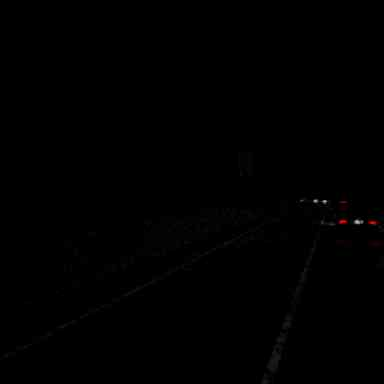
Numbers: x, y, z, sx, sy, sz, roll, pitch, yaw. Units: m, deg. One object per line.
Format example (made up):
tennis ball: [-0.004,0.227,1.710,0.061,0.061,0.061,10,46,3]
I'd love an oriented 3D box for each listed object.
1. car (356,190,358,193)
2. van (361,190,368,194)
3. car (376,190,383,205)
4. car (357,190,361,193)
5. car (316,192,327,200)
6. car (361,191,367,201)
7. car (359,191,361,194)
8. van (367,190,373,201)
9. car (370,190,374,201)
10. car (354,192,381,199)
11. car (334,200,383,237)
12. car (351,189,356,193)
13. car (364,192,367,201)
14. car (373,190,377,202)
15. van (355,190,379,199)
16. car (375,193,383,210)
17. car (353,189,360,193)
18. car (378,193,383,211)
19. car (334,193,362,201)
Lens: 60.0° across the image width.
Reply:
car: [32.566,0.878,59.375,5.008,1.535,2.097,1,1,23]
van: [29.165,0.748,51.684,4.442,1.987,1.878,1,1,23]
car: [19.341,1.021,28.448,5.566,2.045,2.435,1,1,23]
car: [31.642,0.910,56.725,5.366,1.575,1.946,1,1,23]
car: [24.708,0.735,63.553,1.882,1.535,5.008,1,1,23]
car: [28.143,1.038,49.076,4.792,1.488,2.163,1,1,23]
car: [30.398,0.973,54.209,4.792,1.488,2.163,1,1,23]
van: [24.763,0.880,41.372,4.442,1.987,1.878,1,1,23]
car: [23.797,1.015,38.738,4.553,1.767,2.185,1,1,23]
car: [38.069,0.747,72.266,5.008,1.535,2.097,1,1,23]
car: [8.521,1.401,17.395,2.033,1.411,5.357,1,1,24]
car: [37.003,0.520,69.670,5.566,2.045,2.435,1,1,23]
car: [25.964,1.074,43.910,5.008,1.535,2.097,1,1,23]
car: [20.442,0.988,31.025,5.566,2.045,2.435,1,1,23]
van: [39.285,0.499,74.793,4.442,1.987,1.878,1,1,23]
car: [22.639,1.047,36.185,4.553,1.767,2.185,1,1,23]
car: [35.867,0.796,67.105,4.892,1.521,2.231,1,1,23]
car: [21.538,1.080,33.606,4.553,1.767,2.185,1,1,23]
car: [15.254,1.166,33.067,2.128,1.511,4.902,1,1,24]
